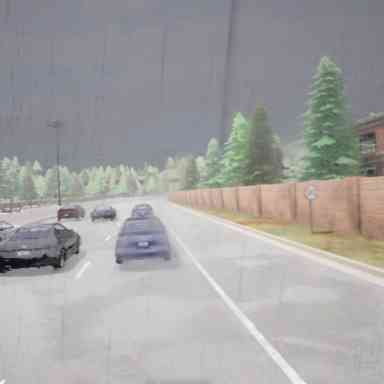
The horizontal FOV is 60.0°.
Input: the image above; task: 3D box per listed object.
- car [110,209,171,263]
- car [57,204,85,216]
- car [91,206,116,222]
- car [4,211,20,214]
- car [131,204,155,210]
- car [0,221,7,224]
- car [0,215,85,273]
[{"bbox_3d":[-1.828,1.623,12.432,2.033,1.411,5.357,-2,0,-8],"label":"car"},{"bbox_3d":[-11.946,1.970,33.102,1.882,1.535,5.008,-2,0,-8],"label":"car"},{"bbox_3d":[-8.055,1.933,30.698,1.895,1.301,4.718,-2,0,-8],"label":"car"},{"bbox_3d":[-19.503,2.404,35.133,1.895,1.301,4.718,-2,0,-8],"label":"car"},{"bbox_3d":[-4.103,1.717,27.795,2.033,1.411,5.357,-2,0,-8],"label":"car"},{"bbox_3d":[-9.334,1.985,15.411,1.895,1.301,4.718,-2,0,-8],"label":"car"},{"bbox_3d":[-5.257,1.781,11.761,1.994,1.385,4.181,-2,0,-9],"label":"car"}]
